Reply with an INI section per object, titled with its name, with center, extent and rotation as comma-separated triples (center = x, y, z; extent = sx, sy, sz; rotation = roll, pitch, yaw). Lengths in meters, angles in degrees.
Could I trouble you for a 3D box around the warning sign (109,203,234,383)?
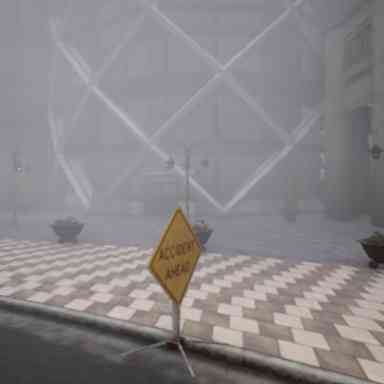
[warning sign]
center = -0.206, 1.103, 4.260
extent = 1.060, 1.860, 1.300
rotation = 0, 0, 29
